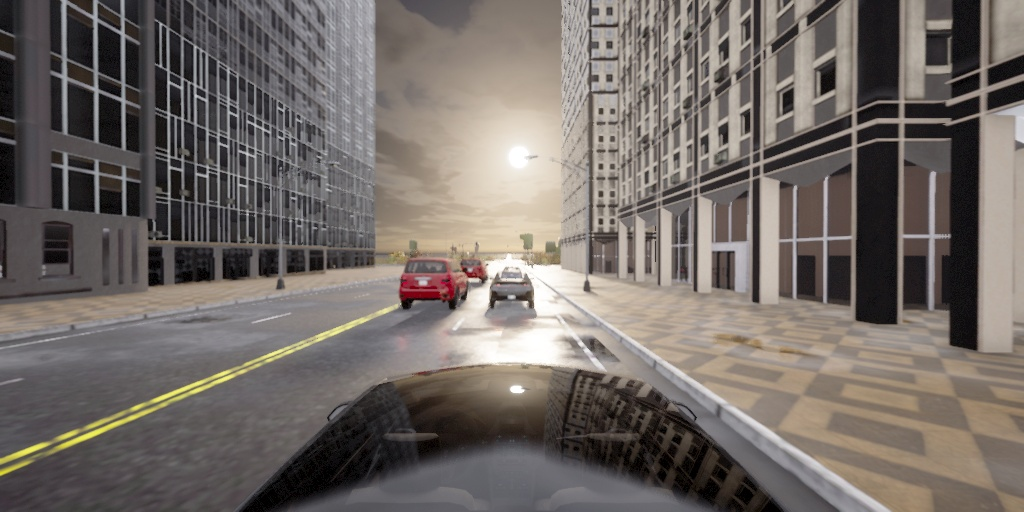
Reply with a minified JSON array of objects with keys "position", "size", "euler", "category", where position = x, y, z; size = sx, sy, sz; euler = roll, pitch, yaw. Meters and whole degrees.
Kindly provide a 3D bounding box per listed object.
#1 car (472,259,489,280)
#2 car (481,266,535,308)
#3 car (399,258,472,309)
[{"position":[-3.273,1.236,30.860],"size":[2.150,2.045,5.566],"euler":[0,0,0],"category":"car"},{"position":[-0.008,1.378,16.130],"size":[2.128,1.511,4.902],"euler":[0,0,0],"category":"car"},{"position":[-3.261,1.099,15.855],"size":[2.150,2.045,5.566],"euler":[0,0,0],"category":"car"}]
